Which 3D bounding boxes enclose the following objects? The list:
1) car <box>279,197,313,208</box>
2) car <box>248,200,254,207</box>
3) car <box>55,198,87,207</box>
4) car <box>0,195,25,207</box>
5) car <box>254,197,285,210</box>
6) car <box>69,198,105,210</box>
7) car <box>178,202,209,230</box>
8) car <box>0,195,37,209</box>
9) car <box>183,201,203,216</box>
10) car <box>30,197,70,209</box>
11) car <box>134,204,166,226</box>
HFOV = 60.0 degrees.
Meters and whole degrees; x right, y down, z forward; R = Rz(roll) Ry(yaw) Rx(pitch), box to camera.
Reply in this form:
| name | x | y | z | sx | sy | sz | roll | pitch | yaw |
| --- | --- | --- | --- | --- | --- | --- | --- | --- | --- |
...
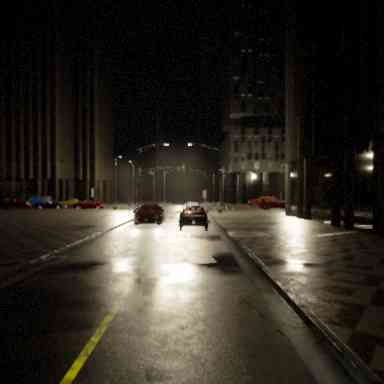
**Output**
| name | x | y | z | sx | sy | sz | roll | pitch | yaw |
| --- | --- | --- | --- | --- | --- | --- | --- | --- | --- |
| car | 17.750 | 1.738 | 56.966 | 5.009 | 1.841 | 2.192 | 0 | 0 | 0 |
| car | 12.106 | 1.710 | 56.949 | 5.009 | 1.841 | 2.192 | 0 | 0 | 0 |
| car | -20.628 | 1.769 | 56.855 | 4.829 | 1.417 | 1.752 | 0 | 0 | 0 |
| car | -31.507 | 1.514 | 56.823 | 5.009 | 1.841 | 2.192 | 0 | 0 | 0 |
| car | 12.122 | 1.787 | 48.425 | 5.009 | 1.841 | 2.192 | 0 | 0 | 0 |
| car | -14.920 | 1.890 | 48.346 | 4.507 | 1.381 | 1.887 | 0 | 0 | 0 |
| car | 0.097 | 1.626 | 21.962 | 2.128 | 1.511 | 4.902 | 0 | 0 | 0 |
| car | -25.969 | 1.614 | 48.310 | 5.009 | 1.841 | 2.192 | 0 | 0 | 0 |
| car | 0.100 | 1.794 | 37.233 | 2.033 | 1.411 | 5.357 | 0 | 0 | 0 |
| car | -20.445 | 1.872 | 48.328 | 4.403 | 1.369 | 2.008 | 0 | 0 | 0 |
| car | -3.070 | 1.631 | 24.850 | 1.882 | 1.535 | 5.008 | 0 | -1 | 0 |
